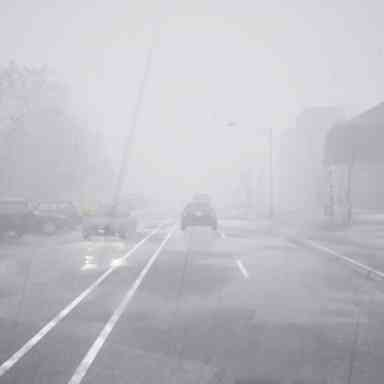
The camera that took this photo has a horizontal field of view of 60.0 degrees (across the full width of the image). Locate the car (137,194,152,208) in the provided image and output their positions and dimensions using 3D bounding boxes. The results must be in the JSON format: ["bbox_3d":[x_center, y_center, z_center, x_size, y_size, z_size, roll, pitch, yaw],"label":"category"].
[{"bbox_3d":[-8.309,1.253,41.424,5.566,2.045,2.435,-1,0,-17],"label":"car"}]

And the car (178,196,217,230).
[{"bbox_3d":[0.445,1.338,21.110,2.097,1.767,4.553,0,0,2],"label":"car"}]

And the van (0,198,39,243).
[{"bbox_3d":[-9.429,1.252,14.673,4.442,1.987,1.878,-1,0,-19],"label":"van"}]

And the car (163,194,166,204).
[{"bbox_3d":[-7.283,1.590,56.254,4.674,1.452,2.002,-1,0,-16],"label":"car"}]

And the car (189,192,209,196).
[{"bbox_3d":[1.204,1.225,39.348,2.150,2.045,5.566,0,0,3],"label":"car"}]

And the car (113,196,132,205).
[{"bbox_3d":[-8.741,1.488,32.538,4.892,1.521,2.231,-1,0,-18],"label":"car"}]

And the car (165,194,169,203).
[{"bbox_3d":[-7.031,1.602,59.198,4.674,1.452,2.002,0,-1,-15],"label":"car"}]

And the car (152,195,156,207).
[{"bbox_3d":[-7.918,1.560,47.366,4.674,1.452,2.002,-1,-1,-16],"label":"car"}]

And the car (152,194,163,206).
[{"bbox_3d":[-7.540,1.524,50.383,5.366,1.575,1.946,-1,-1,-16],"label":"car"}]

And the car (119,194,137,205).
[{"bbox_3d":[-8.562,1.365,35.507,4.553,1.767,2.185,-1,0,-17],"label":"car"}]

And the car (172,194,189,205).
[{"bbox_3d":[-1.762,1.545,59.114,1.882,1.535,5.008,0,0,5],"label":"car"}]

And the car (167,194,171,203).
[{"bbox_3d":[-6.802,1.612,62.137,4.674,1.452,2.002,-1,0,-15],"label":"car"}]

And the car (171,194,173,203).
[{"bbox_3d":[-6.734,1.581,65.049,5.366,1.575,1.946,-1,0,-15],"label":"car"}]

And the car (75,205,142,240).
[{"bbox_3d":[-4.019,1.551,16.831,1.994,1.385,4.181,0,0,1],"label":"car"}]

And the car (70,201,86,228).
[{"bbox_3d":[-9.137,1.350,20.661,4.553,1.767,2.185,-1,0,-18],"label":"car"}]

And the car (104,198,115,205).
[{"bbox_3d":[-8.944,1.509,26.606,4.792,1.488,2.163,-1,0,-18],"label":"car"}]

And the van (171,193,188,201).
[{"bbox_3d":[-3.482,1.357,94.589,4.442,1.987,1.878,-1,0,-13],"label":"van"}]

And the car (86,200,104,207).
[{"bbox_3d":[-9.071,1.477,23.625,5.008,1.535,2.097,-1,0,-18],"label":"car"}]

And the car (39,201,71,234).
[{"bbox_3d":[-9.256,1.476,17.690,5.008,1.535,2.097,-1,0,-19],"label":"car"}]

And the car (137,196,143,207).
[{"bbox_3d":[-8.445,1.537,38.472,4.674,1.452,2.002,-1,0,-17],"label":"car"}]

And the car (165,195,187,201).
[{"bbox_3d":[-4.252,1.595,88.695,5.366,1.575,1.946,-1,0,-13],"label":"car"}]
